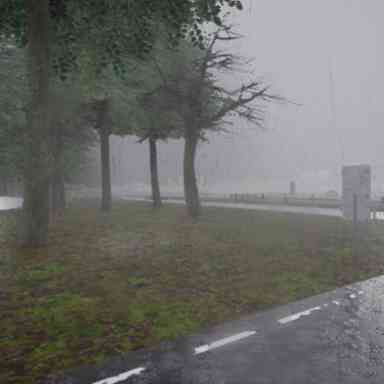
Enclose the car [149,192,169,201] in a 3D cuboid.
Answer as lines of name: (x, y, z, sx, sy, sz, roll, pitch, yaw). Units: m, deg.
car: (-5.492, 0.776, 55.250, 1.994, 1.385, 4.181, -1, 1, -35)
